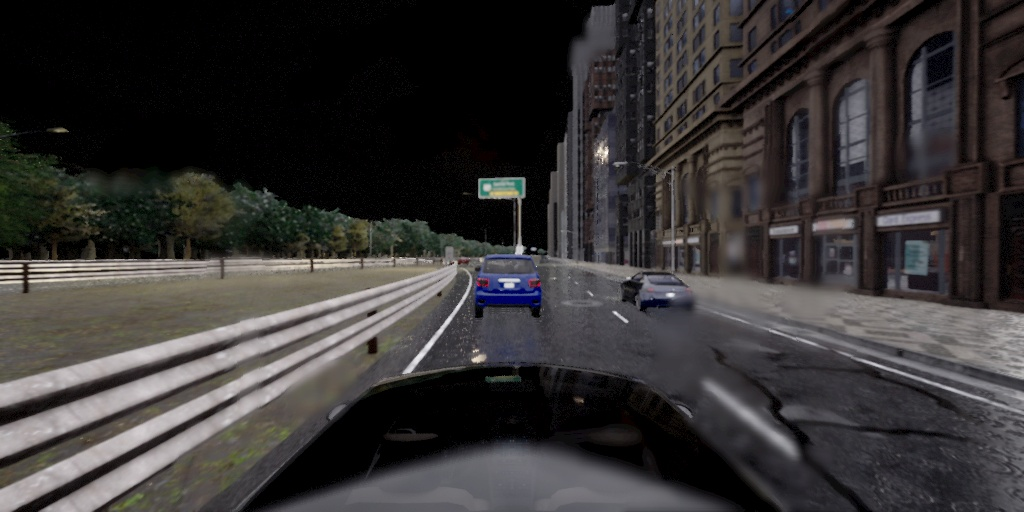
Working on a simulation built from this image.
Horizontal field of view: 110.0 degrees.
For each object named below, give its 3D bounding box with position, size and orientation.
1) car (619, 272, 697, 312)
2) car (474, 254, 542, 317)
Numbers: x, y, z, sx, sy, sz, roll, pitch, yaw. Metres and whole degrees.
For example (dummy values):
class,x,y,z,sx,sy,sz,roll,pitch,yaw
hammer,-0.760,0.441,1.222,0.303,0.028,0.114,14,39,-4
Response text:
class,x,y,z,sx,sy,sz,roll,pitch,yaw
car,5.617,1.309,14.301,1.994,1.385,4.181,0,0,5
car,-0.215,0.970,13.359,2.150,2.045,5.566,1,0,-3
